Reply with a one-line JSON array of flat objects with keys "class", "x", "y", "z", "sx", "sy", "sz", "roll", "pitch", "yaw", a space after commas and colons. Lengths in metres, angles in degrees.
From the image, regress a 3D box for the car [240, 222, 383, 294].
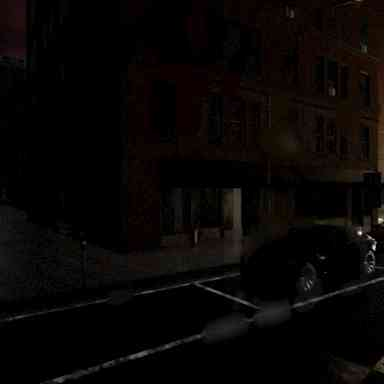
[{"class": "car", "x": 3.220, "y": 1.566, "z": 8.839, "sx": 4.313, "sy": 1.339, "sz": 1.947, "roll": 0, "pitch": 0, "yaw": -36}]
